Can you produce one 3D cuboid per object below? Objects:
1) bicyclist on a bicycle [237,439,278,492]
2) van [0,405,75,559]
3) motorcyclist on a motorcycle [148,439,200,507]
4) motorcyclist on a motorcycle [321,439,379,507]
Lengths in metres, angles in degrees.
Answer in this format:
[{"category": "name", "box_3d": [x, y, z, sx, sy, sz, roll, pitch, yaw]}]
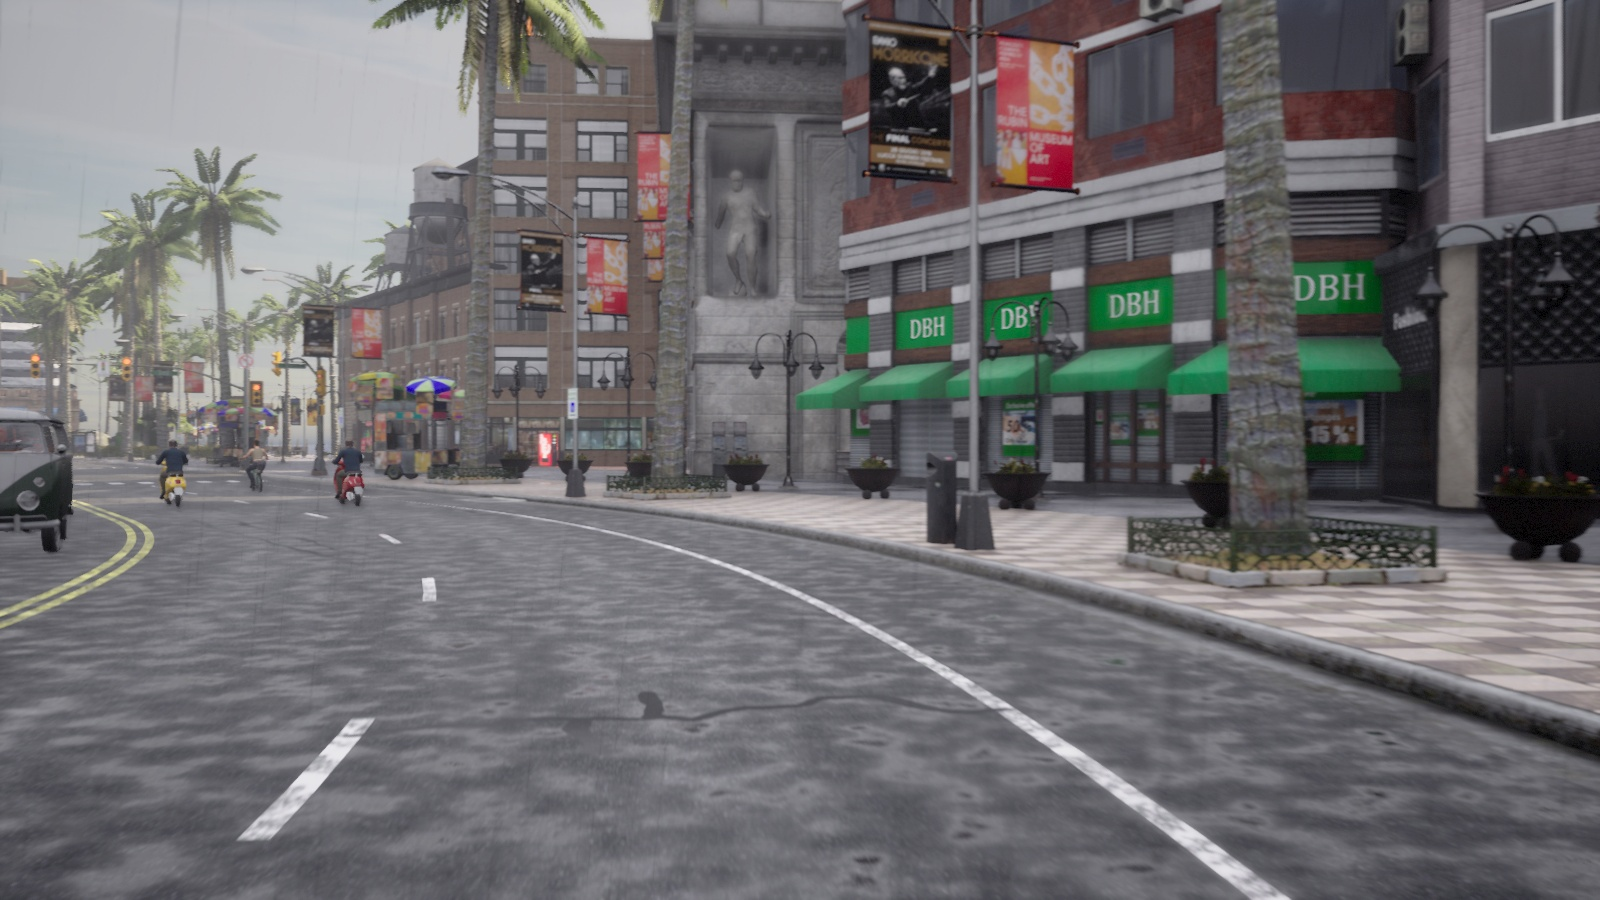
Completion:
[{"category": "bicyclist on a bicycle", "box_3d": [-16.750, 0.465, 38.734, 0.866, 1.612, 1.509, 0, 1, -36]}, {"category": "van", "box_3d": [-11.542, 0.398, 18.038, 1.775, 1.987, 4.442, 0, 0, -28]}, {"category": "motorcyclist on a motorcycle", "box_3d": [-15.063, 0.530, 30.187, 0.866, 1.590, 1.817, 0, 0, -35]}, {"category": "motorcyclist on a motorcycle", "box_3d": [-10.877, 0.529, 30.309, 0.866, 1.590, 1.817, 0, 0, -35]}]
